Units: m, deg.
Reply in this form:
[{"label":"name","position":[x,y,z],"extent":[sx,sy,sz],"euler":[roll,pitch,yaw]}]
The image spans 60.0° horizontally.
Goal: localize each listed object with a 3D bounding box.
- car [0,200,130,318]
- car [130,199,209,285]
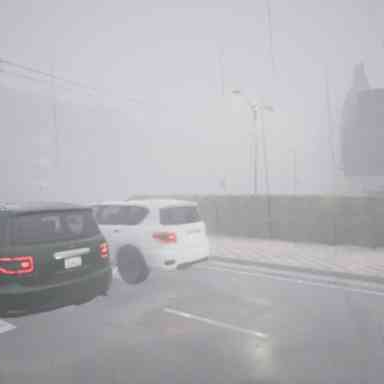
[{"label":"car","position":[-4.072,1.238,6.872],"extent":[5.566,2.045,2.150],"euler":[-1,0,36]},{"label":"car","position":[-2.134,1.238,9.789],"extent":[5.566,2.045,2.150],"euler":[-1,0,36]}]
